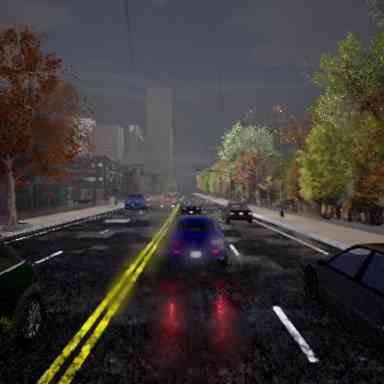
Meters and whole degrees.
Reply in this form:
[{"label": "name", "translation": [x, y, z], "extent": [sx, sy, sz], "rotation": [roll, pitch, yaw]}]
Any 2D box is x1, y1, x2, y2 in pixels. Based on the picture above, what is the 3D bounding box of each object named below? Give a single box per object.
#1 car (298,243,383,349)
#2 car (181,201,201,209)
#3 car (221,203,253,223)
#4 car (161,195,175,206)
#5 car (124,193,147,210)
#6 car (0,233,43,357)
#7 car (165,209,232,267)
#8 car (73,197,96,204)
[{"label": "car", "translation": [3.349, 1.537, 5.229], "extent": [2.033, 1.411, 5.357], "rotation": [0, 0, 0]}, {"label": "car", "translation": [-0.111, 1.538, 32.156], "extent": [1.895, 1.301, 4.718], "rotation": [0, 0, -1]}, {"label": "car", "translation": [3.254, 1.498, 24.767], "extent": [2.033, 1.411, 5.357], "rotation": [0, 0, -1]}, {"label": "car", "translation": [-3.839, 1.248, 53.951], "extent": [2.097, 1.767, 4.553], "rotation": [0, 0, -1]}, {"label": "car", "translation": [-6.951, 1.145, 41.579], "extent": [2.150, 2.045, 5.566], "rotation": [0, 0, -1]}, {"label": "car", "translation": [-3.351, 1.345, 3.245], "extent": [2.097, 1.767, 4.553], "rotation": [0, 0, 0]}, {"label": "car", "translation": [0.114, 1.503, 11.230], "extent": [1.812, 1.442, 4.674], "rotation": [0, 0, 0]}, {"label": "car", "translation": [-20.692, 1.698, 64.084], "extent": [4.313, 1.339, 1.947], "rotation": [-1, 1, -1]}]
